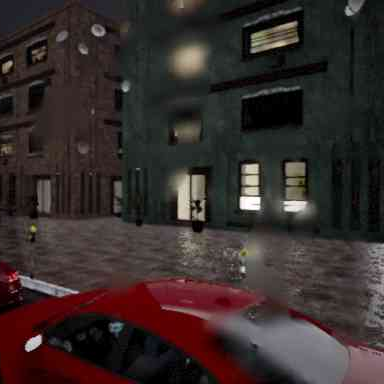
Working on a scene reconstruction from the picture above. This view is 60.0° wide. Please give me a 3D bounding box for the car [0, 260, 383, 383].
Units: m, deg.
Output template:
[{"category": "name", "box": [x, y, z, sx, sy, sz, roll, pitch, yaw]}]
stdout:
[{"category": "car", "box": [-0.353, 1.542, 3.122, 4.507, 1.381, 1.887, 0, 1, 35]}]
